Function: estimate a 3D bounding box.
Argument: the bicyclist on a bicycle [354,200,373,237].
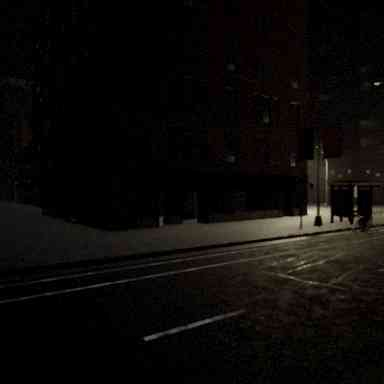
[{"bbox_3d":[8.427,1.296,16.324,1.843,1.776,0.659,0,0,-35],"label":"bicyclist on a bicycle"}]
